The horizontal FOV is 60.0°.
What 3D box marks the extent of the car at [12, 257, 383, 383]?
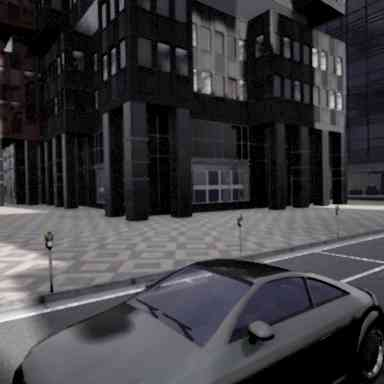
[{"bbox_3d":[0.367,1.514,3.654,4.181,1.385,1.994,-2,1,-37],"label":"car"}]
